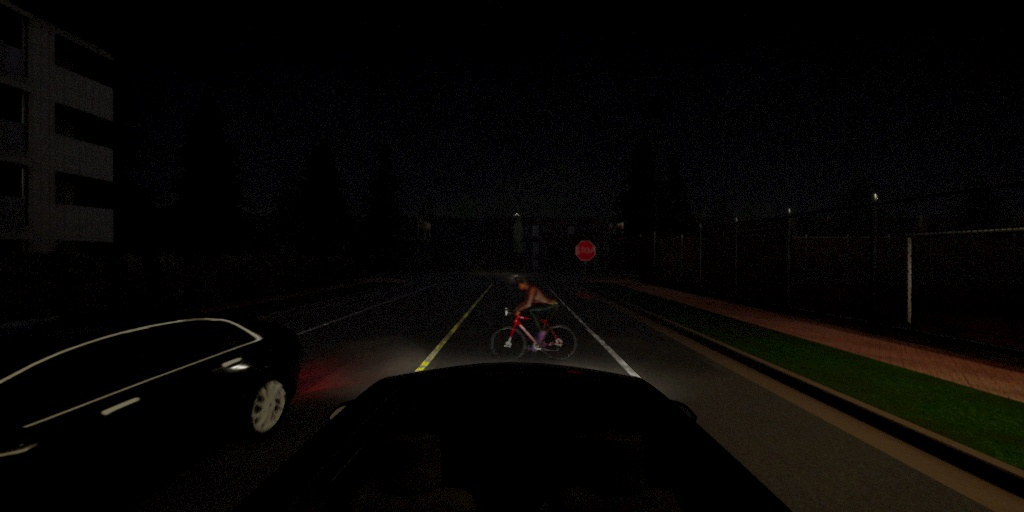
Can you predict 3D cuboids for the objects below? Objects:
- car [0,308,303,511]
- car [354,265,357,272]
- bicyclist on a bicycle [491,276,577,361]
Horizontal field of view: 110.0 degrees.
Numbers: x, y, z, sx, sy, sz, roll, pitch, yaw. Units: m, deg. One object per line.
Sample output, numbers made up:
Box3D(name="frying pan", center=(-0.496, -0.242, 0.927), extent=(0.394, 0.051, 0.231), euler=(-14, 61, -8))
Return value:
Box3D(name="car", center=(-3.586, 1.253, 2.563), extent=(1.837, 1.490, 4.892), euler=(0, 0, 1))
Box3D(name="car", center=(-18.678, 1.232, 36.961), extent=(5.357, 1.411, 2.033), euler=(0, 0, 1))
Box3D(name="bicyclist on a bicycle", center=(0.394, 1.196, 6.772), extent=(1.656, 1.620, 0.582), euler=(-2, 0, 1))
